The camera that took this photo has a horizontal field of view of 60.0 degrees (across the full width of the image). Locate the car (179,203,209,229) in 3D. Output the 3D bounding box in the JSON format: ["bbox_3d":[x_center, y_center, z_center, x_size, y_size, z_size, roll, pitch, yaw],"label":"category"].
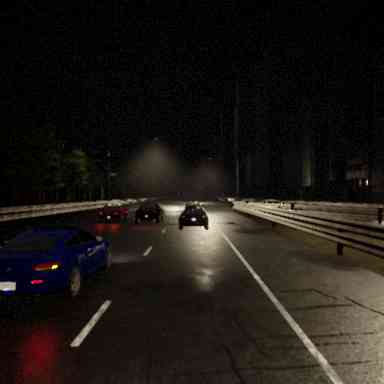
[{"bbox_3d":[0.110,1.732,23.146,1.994,1.385,4.181,0,0,0],"label":"car"}]

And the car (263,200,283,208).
[{"bbox_3d":[10.808,1.891,46.108,2.128,1.511,4.902,0,0,-14],"label":"car"}]

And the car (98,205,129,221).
[{"bbox_3d":[-6.896,1.820,29.782,1.895,1.301,4.718,0,0,0],"label":"car"}]

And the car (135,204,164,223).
[{"bbox_3d":[-3.392,1.677,27.224,1.882,1.535,5.008,0,0,0],"label":"car"}]

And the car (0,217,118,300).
[{"bbox_3d":[-3.398,1.586,8.439,1.812,1.442,4.674,0,0,0],"label":"car"}]
